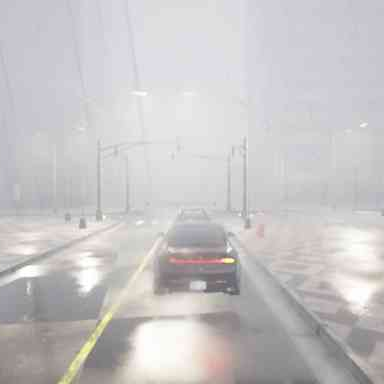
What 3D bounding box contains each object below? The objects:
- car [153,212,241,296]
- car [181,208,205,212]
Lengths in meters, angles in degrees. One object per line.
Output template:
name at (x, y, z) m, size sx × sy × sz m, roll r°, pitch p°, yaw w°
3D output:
car at (0.103, 1.490, 8.615) m, size 1.837 × 1.490 × 4.892 m, roll 0°, pitch 0°, yaw 0°
car at (0.065, 1.533, 17.518) m, size 1.994 × 1.385 × 4.181 m, roll 0°, pitch 0°, yaw 1°
